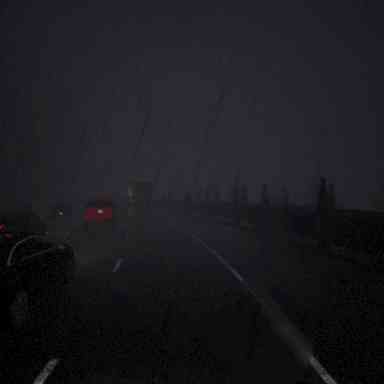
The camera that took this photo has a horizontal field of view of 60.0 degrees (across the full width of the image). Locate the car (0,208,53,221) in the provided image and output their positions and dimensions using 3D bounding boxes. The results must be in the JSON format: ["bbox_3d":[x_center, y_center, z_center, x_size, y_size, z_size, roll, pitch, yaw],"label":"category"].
[{"bbox_3d":[-8.596,1.689,16.466,1.837,1.490,4.892,0,-1,-10],"label":"car"}]

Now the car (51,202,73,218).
[{"bbox_3d":[-13.779,1.879,35.118,1.837,1.490,4.892,0,-1,-20],"label":"car"}]

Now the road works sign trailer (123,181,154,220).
[{"bbox_3d":[-5.067,0.779,31.991,2.380,3.560,2.880,0,-1,-21],"label":"road works sign trailer"}]

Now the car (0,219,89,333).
[{"bbox_3d":[-3.870,1.570,6.867,2.128,1.511,4.902,0,-1,-4],"label":"car"}]

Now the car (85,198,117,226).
[{"bbox_3d":[-7.012,1.485,25.627,2.150,2.045,5.566,0,-1,-14],"label":"car"}]
